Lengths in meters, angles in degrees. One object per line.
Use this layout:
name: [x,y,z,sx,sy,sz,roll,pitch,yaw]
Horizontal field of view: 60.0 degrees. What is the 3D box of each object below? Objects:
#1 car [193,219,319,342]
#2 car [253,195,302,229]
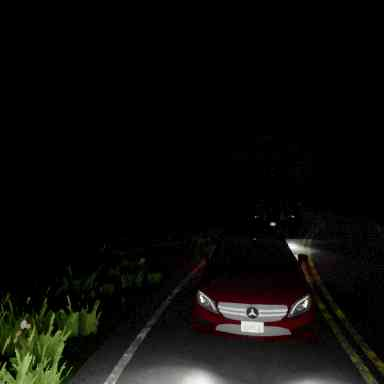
car: [1.224,1.534,6.709,1.812,1.442,4.674,-1,0,11]
car: [4.984,1.215,18.885,2.150,2.045,5.566,-2,-1,22]
